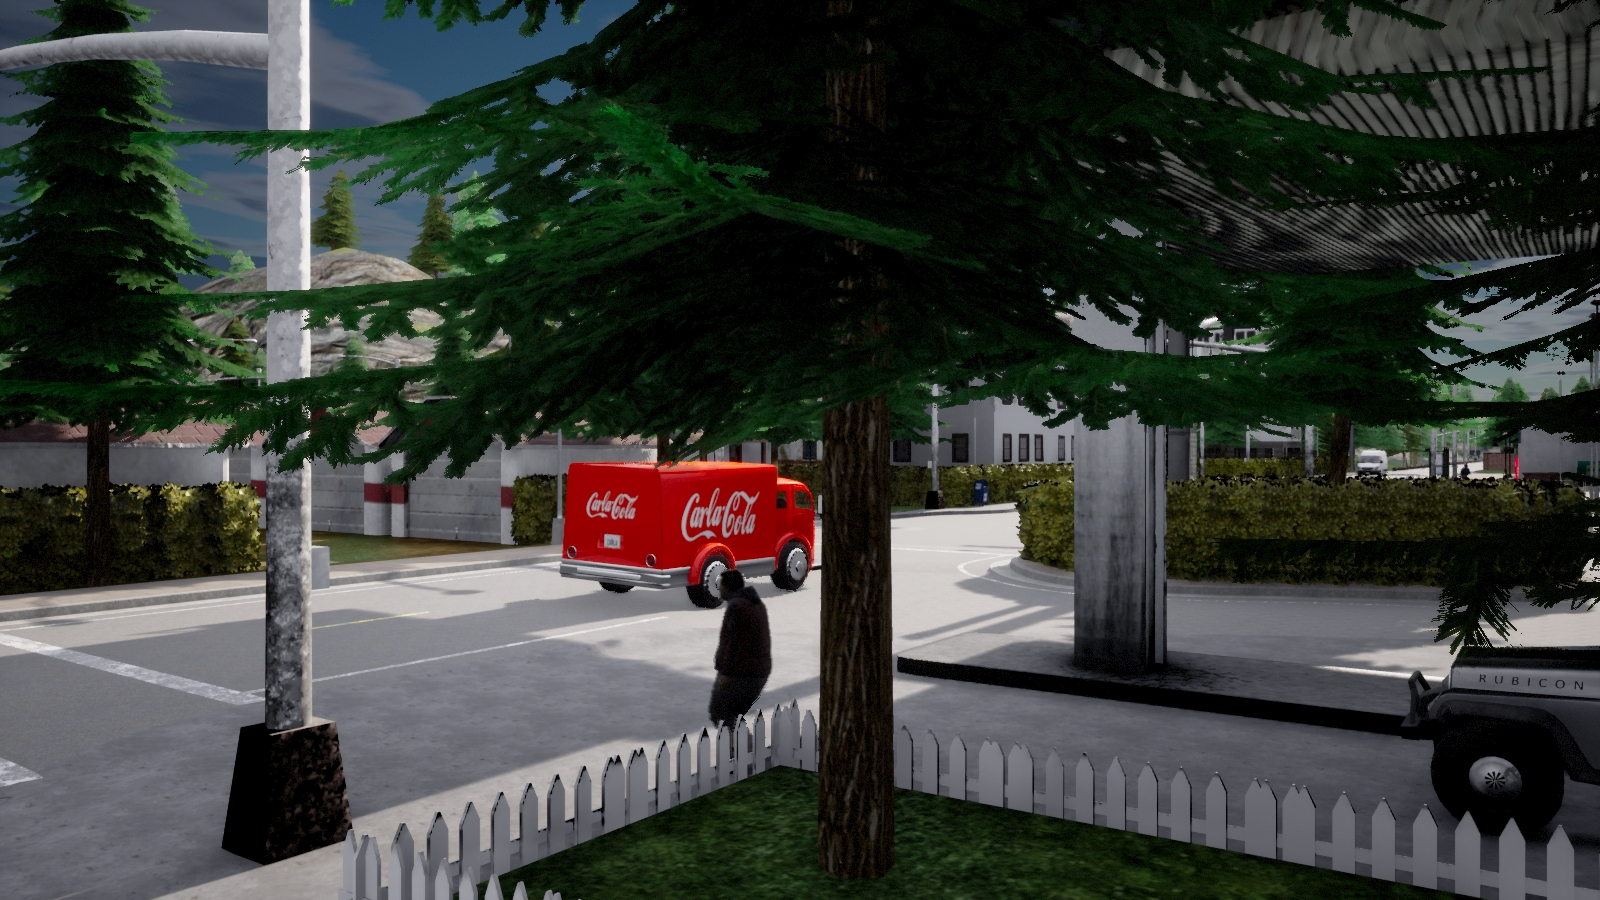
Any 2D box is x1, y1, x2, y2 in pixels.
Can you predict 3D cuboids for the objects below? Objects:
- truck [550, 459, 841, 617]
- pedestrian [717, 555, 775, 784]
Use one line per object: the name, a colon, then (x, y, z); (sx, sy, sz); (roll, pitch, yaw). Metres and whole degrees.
truck: (-1.776, 1.450, 21.359); (2.627, 2.467, 5.204); (2, 0, 34)
pedestrian: (-0.460, 1.844, 9.725); (0.375, 1.860, 0.375); (0, 0, 20)
